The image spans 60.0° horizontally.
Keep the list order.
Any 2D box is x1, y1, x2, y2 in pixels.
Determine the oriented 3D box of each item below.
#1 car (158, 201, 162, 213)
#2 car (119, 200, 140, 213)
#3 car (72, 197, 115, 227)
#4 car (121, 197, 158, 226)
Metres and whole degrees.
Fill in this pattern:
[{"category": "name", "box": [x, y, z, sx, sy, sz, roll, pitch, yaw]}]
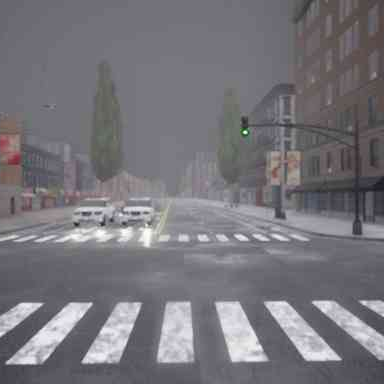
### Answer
[{"category": "car", "box": [-5.133, 1.933, 44.305, 1.837, 1.490, 4.892, 0, 0, -3]}, {"category": "car", "box": [-8.432, 1.928, 45.096, 2.128, 1.511, 4.902, 0, -1, -3]}, {"category": "car", "box": [-7.342, 1.457, 25.429, 2.150, 2.045, 5.566, 0, 0, -3]}, {"category": "car", "box": [-4.125, 1.461, 26.174, 2.150, 2.045, 5.566, 0, 0, -3]}]
